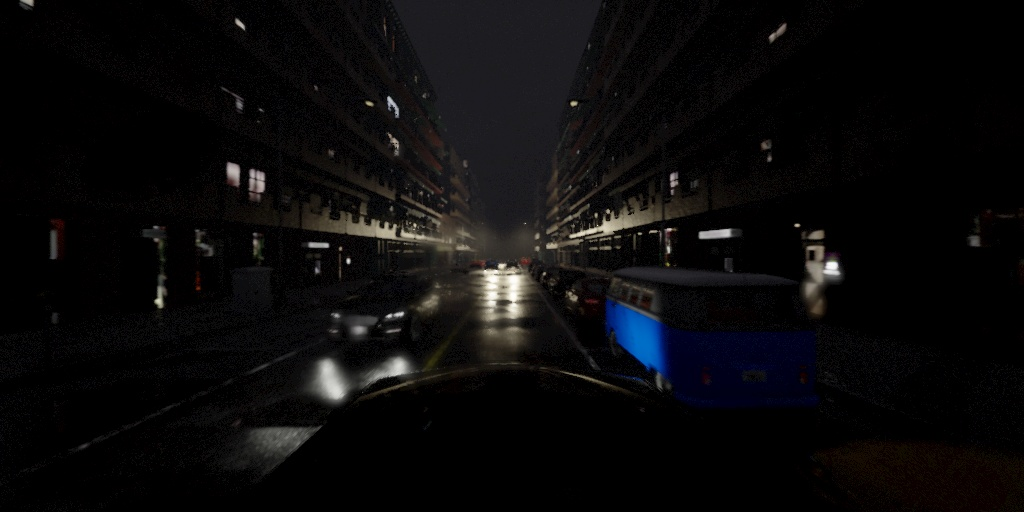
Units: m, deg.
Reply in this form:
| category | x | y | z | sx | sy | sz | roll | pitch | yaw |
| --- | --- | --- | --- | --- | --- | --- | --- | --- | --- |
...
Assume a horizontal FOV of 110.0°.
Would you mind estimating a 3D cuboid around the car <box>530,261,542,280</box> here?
| category | x | y | z | sx | sy | sz | roll | pitch | yaw |
| --- | --- | --- | --- | --- | --- | --- | --- | --- | --- |
| car | 2.702 | 1.298 | 28.558 | 1.888 | 1.381 | 4.507 | 0 | 0 | 0 |

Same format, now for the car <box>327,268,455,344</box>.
| category | x | y | z | sx | sy | sz | roll | pitch | yaw |
| --- | --- | --- | --- | --- | --- | --- | --- | --- | --- |
| car | -3.095 | 1.240 | 9.700 | 2.128 | 1.511 | 4.902 | 0 | 0 | 0 |

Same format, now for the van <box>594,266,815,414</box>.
| category | x | y | z | sx | sy | sz | roll | pitch | yaw |
| --- | --- | --- | --- | --- | --- | --- | --- | --- | --- |
| van | 2.692 | 1.090 | 5.820 | 1.690 | 1.789 | 3.998 | 0 | 0 | 0 |

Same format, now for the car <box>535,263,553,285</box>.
| category | x | y | z | sx | sy | sz | roll | pitch | yaw |
| --- | --- | --- | --- | --- | --- | --- | --- | --- | --- |
| car | 2.700 | 1.333 | 22.874 | 1.802 | 1.307 | 4.207 | 0 | 0 | 0 |

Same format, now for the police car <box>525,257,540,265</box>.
| category | x | y | z | sx | sy | sz | roll | pitch | yaw |
| --- | --- | --- | --- | --- | --- | --- | --- | --- | --- |
| police car | 3.020 | 1.190 | 46.275 | 1.930 | 1.638 | 5.238 | 0 | 0 | 0 |

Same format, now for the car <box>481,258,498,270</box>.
| category | x | y | z | sx | sy | sz | roll | pitch | yaw |
| --- | --- | --- | --- | --- | --- | --- | --- | --- | --- |
| car | -3.032 | 1.249 | 53.463 | 1.882 | 1.535 | 5.008 | 0 | 0 | 0 |

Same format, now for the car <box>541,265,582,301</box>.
| category | x | y | z | sx | sy | sz | roll | pitch | yaw |
| --- | --- | --- | --- | --- | --- | --- | --- | --- | --- |
| car | 2.697 | 1.315 | 17.189 | 1.948 | 1.339 | 4.313 | 0 | 0 | 0 |

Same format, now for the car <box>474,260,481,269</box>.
| category | x | y | z | sx | sy | sz | roll | pitch | yaw |
| --- | --- | --- | --- | --- | --- | --- | --- | --- | --- |
| car | -5.667 | 1.320 | 56.988 | 1.888 | 1.381 | 4.507 | 0 | 0 | 0 |

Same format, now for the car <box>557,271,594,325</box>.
| category | x | y | z | sx | sy | sz | roll | pitch | yaw |
| --- | --- | --- | --- | --- | --- | --- | --- | --- | --- |
| car | 2.695 | 1.331 | 11.504 | 1.802 | 1.307 | 4.207 | 0 | 0 | 0 |

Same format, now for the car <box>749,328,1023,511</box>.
| category | x | y | z | sx | sy | sz | roll | pitch | yaw |
| --- | --- | --- | --- | --- | --- | --- | --- | --- | --- |
| car | 2.690 | 1.276 | 0.305 | 1.751 | 1.417 | 4.829 | 0 | 0 | 0 |

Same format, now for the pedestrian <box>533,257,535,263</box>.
| category | x | y | z | sx | sy | sz | roll | pitch | yaw |
| --- | --- | --- | --- | --- | --- | --- | --- | --- | --- |
| pedestrian | 3.022 | 1.061 | 49.272 | 0.375 | 1.860 | 0.375 | -1 | 1 | 0 |

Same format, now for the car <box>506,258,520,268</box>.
| category | x | y | z | sx | sy | sz | roll | pitch | yaw |
| --- | --- | --- | --- | --- | --- | --- | --- | --- | --- |
| car | 0.026 | 1.284 | 60.132 | 1.837 | 1.490 | 4.892 | 0 | 0 | 0 |

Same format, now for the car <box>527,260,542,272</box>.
| category | x | y | z | sx | sy | sz | roll | pitch | yaw |
| --- | --- | --- | --- | --- | --- | --- | --- | --- | --- |
| car | 2.704 | 1.338 | 34.243 | 1.802 | 1.307 | 4.207 | 0 | 0 | 0 |

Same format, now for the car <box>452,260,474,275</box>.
| category | x | y | z | sx | sy | sz | roll | pitch | yaw |
| --- | --- | --- | --- | --- | --- | --- | --- | --- | --- |
| car | -5.674 | 1.286 | 39.765 | 1.751 | 1.417 | 4.829 | 0 | 0 | 0 |
